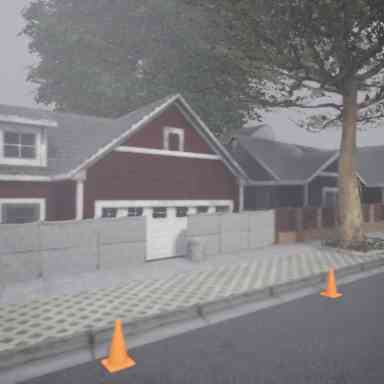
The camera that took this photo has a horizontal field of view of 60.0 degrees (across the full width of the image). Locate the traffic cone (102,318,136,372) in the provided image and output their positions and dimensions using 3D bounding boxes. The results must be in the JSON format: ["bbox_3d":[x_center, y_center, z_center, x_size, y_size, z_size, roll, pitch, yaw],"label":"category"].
[{"bbox_3d":[-0.967,1.959,4.375,0.340,0.580,0.340,0,0,-36],"label":"traffic cone"}]

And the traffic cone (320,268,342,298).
[{"bbox_3d":[3.057,1.958,7.302,0.340,0.580,0.340,0,0,-36],"label":"traffic cone"}]
